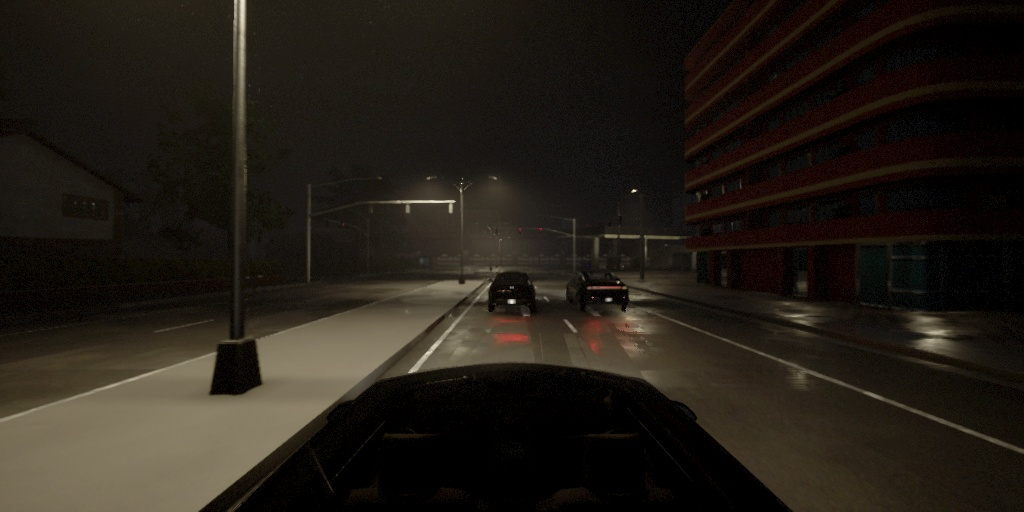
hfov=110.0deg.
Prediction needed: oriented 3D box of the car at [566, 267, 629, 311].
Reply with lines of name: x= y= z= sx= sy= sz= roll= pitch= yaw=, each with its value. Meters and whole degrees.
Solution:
car: x=3.502 y=1.389 z=15.347 sx=2.128 sy=1.511 sz=4.902 roll=0 pitch=-1 yaw=0

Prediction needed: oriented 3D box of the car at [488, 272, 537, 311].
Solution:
car: x=0.003 y=1.404 z=15.357 sx=1.837 sy=1.490 sz=4.892 roll=0 pitch=0 yaw=0
